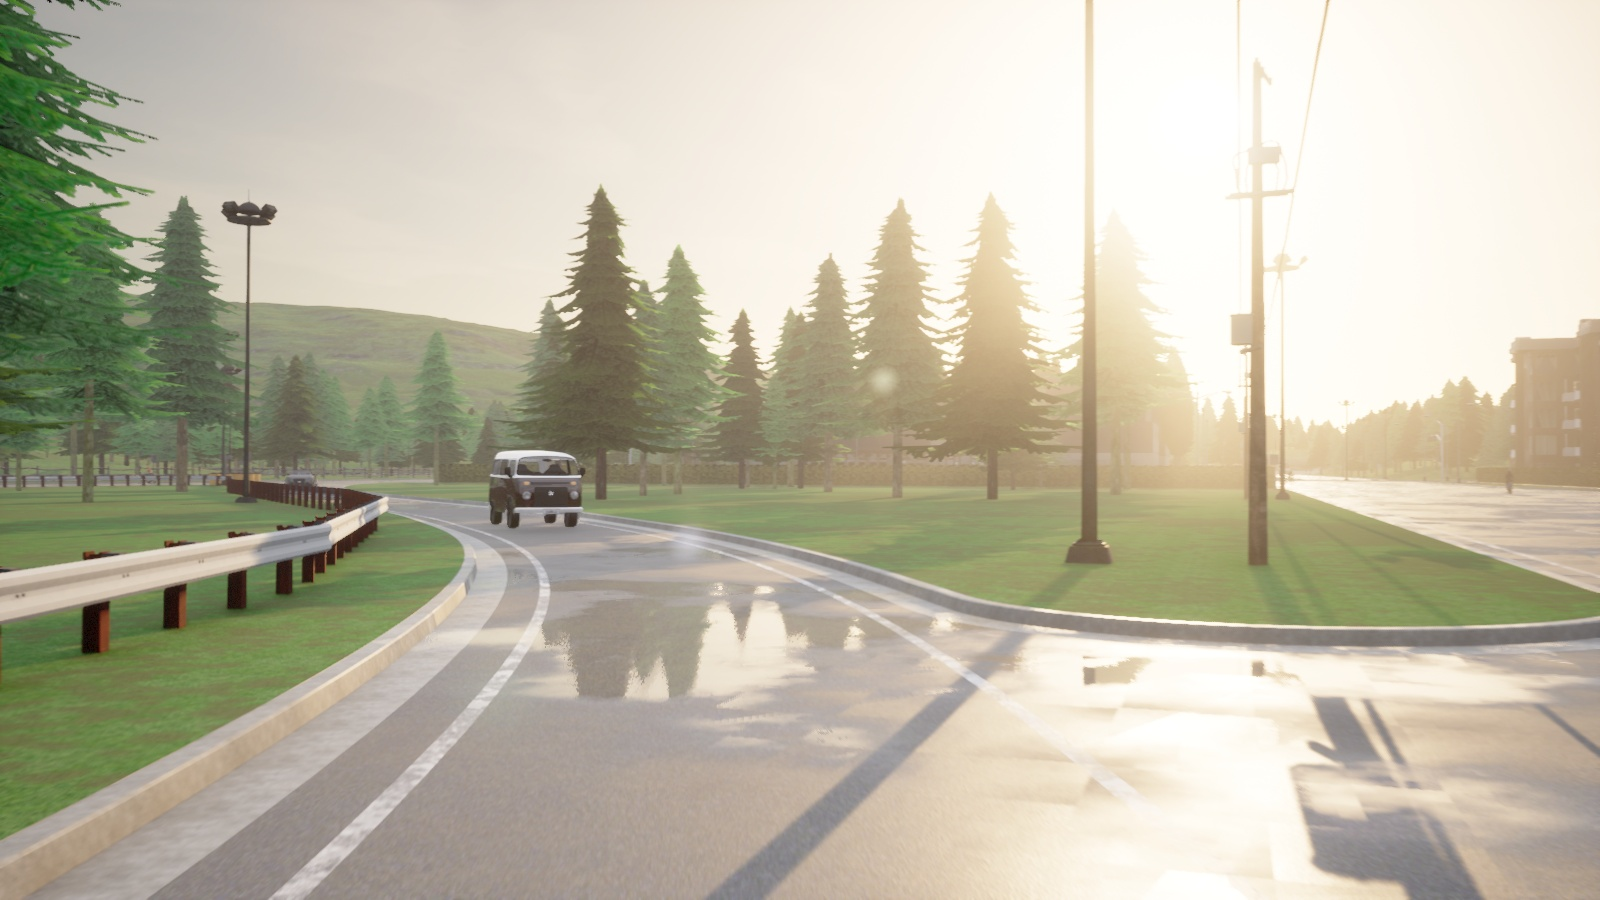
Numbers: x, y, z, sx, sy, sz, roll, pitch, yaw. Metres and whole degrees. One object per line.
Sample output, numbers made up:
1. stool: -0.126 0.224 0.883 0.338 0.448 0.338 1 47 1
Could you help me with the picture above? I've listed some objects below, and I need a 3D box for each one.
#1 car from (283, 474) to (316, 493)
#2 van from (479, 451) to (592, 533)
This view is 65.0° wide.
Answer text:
1. car: -36.465 2.420 91.582 1.994 1.385 4.181 0 -1 -18
2. van: -7.134 1.071 33.499 2.069 2.038 4.480 0 -1 -24
